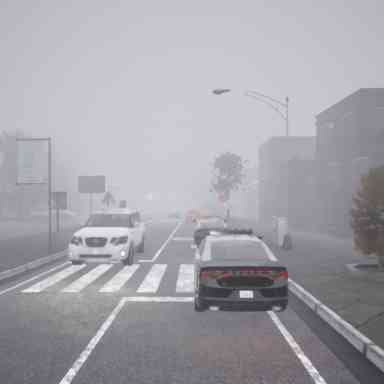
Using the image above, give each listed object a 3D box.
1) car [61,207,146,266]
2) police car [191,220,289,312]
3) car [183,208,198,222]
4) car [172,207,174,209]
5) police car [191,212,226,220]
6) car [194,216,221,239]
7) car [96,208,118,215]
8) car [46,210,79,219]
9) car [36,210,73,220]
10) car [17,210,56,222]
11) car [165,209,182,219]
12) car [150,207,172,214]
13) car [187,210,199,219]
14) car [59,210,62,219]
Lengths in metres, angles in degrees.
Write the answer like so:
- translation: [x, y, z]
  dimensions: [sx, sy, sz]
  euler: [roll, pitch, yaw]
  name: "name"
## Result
- translation: [-3.308, 1.761, 14.098]
  dimensions: [2.150, 2.045, 5.566]
  euler: [0, -1, 0]
  name: "car"
- translation: [0.999, 1.765, 8.664]
  dimensions: [1.930, 1.638, 5.238]
  euler: [0, -2, 0]
  name: "police car"
- translation: [0.209, 3.271, 46.666]
  dimensions: [2.097, 1.767, 4.553]
  euler: [0, -2, 1]
  name: "car"
- translation: [-8.487, 4.951, 89.818]
  dimensions: [5.566, 2.045, 2.435]
  euler: [0, -3, 0]
  name: "car"
- translation: [1.036, 2.176, 18.665]
  dimensions: [1.930, 1.638, 5.238]
  euler: [0, -2, 0]
  name: "police car"
- translation: [1.063, 2.524, 24.551]
  dimensions: [1.812, 1.442, 4.674]
  euler: [0, -2, 0]
  name: "car"
- translation: [-21.562, 4.953, 84.316]
  dimensions: [5.008, 1.535, 2.097]
  euler: [0, -2, 0]
  name: "car"
- translation: [-21.717, 3.796, 55.854]
  dimensions: [4.674, 1.452, 2.002]
  euler: [0, -2, 0]
  name: "car"
- translation: [-21.742, 3.624, 52.710]
  dimensions: [5.008, 1.535, 2.097]
  euler: [0, -2, 0]
  name: "car"
- translation: [-21.768, 3.390, 46.165]
  dimensions: [4.674, 1.452, 2.002]
  euler: [0, -2, 0]
  name: "car"
- translation: [-3.100, 3.939, 56.755]
  dimensions: [1.895, 1.301, 4.718]
  euler: [0, -2, 0]
  name: "car"
- translation: [-8.467, 5.074, 87.008]
  dimensions: [4.892, 1.521, 2.231]
  euler: [0, -3, 0]
  name: "car"
- translation: [0.251, 4.024, 60.097]
  dimensions: [2.033, 1.411, 5.357]
  euler: [0, -2, 0]
  name: "car"
- translation: [-21.748, 3.488, 49.440]
  dimensions: [4.892, 1.521, 2.231]
  euler: [0, -2, 0]
  name: "car"
